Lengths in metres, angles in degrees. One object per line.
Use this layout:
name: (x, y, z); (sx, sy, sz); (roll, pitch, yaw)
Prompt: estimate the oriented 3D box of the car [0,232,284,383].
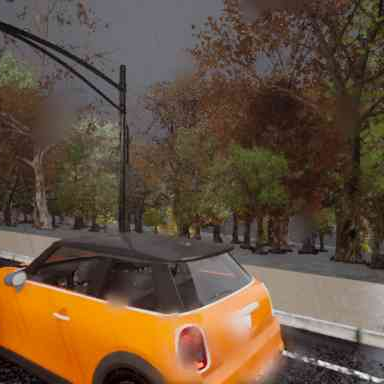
car: (-1.208, 1.351, 4.558); (4.553, 1.767, 2.097); (0, 0, 36)
